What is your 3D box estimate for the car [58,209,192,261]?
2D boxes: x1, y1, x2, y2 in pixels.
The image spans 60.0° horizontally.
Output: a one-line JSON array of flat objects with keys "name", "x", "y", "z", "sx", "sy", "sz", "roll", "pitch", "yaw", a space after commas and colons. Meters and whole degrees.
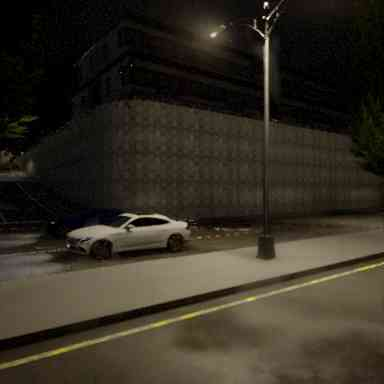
[{"name": "car", "x": -2.167, "y": 1.509, "z": 12.300, "sx": 4.674, "sy": 1.442, "sz": 1.812, "roll": 1, "pitch": 0, "yaw": -36}]

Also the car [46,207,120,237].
[{"name": "car", "x": -4.534, "y": 1.457, "z": 16.204, "sx": 4.674, "sy": 1.442, "sz": 1.812, "roll": 2, "pitch": 0, "yaw": -18}]
